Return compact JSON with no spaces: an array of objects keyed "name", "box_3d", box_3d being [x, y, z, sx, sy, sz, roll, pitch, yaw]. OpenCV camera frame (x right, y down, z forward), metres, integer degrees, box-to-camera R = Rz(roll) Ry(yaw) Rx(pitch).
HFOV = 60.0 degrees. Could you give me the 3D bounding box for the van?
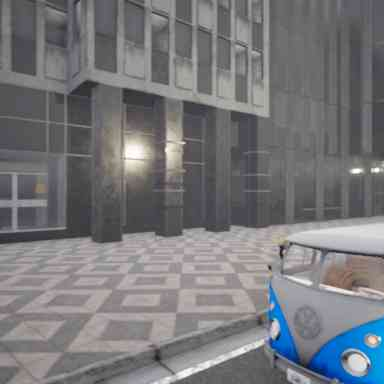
[{"name":"van","box_3d":[2.737,1.344,4.568,3.998,1.788,1.690,0,0,-37]}]
